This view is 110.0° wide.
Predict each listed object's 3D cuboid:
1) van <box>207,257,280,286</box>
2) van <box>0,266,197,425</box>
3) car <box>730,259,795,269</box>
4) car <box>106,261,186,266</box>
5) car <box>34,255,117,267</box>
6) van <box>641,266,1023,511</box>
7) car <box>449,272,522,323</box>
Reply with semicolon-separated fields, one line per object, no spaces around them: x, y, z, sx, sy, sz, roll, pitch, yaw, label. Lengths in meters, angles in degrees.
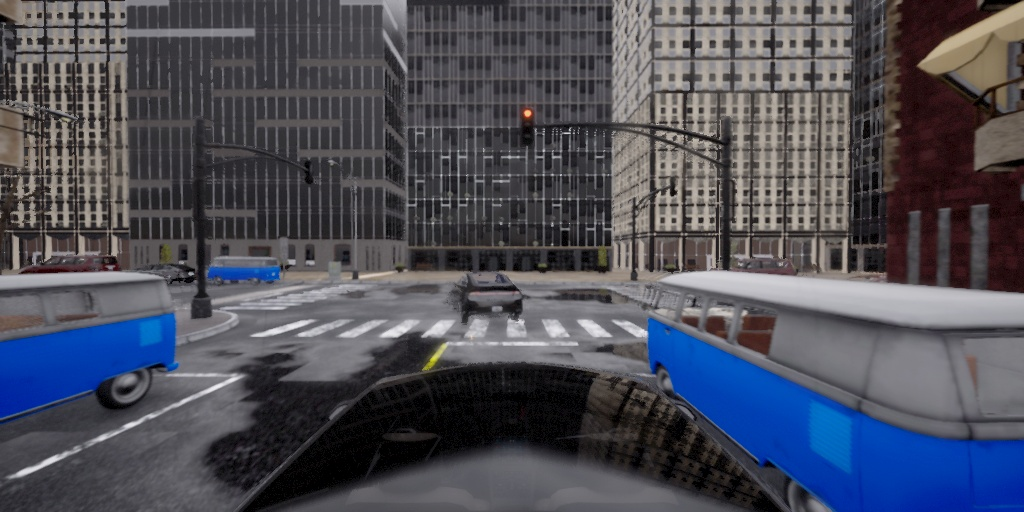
-17.162;0.955;23.021;3.998;1.789;1.690;0;0;0;van
-5.691;1.091;3.522;1.690;1.789;3.998;0;0;0;van
15.226;1.091;22.839;5.009;1.841;2.192;0;0;0;car
-22.685;1.155;23.052;4.313;1.339;1.948;0;0;0;car
-28.208;0.879;23.083;5.009;1.841;2.192;0;0;0;car
2.690;1.091;3.496;1.690;1.789;3.998;0;0;0;van
-1.047;1.287;12.386;2.128;1.511;4.902;0;0;-15;car
